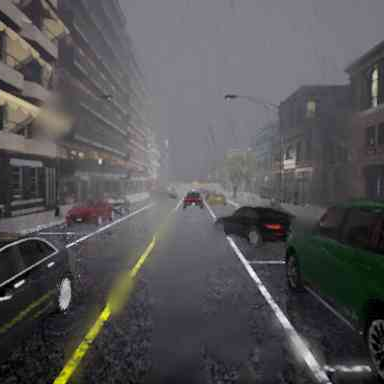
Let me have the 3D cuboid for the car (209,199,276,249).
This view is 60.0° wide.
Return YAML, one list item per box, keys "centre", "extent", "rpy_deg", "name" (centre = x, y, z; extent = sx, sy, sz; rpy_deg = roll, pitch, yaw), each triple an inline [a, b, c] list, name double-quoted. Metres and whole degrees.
- centre: [2.551, 1.209, 13.063]
  extent: [1.812, 1.442, 4.674]
  rpy_deg: [0, 2, -20]
  name: "car"

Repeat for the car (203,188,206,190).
- centre: [2.767, 0.414, 47.277]
  extent: [1.887, 1.381, 4.507]
  rpy_deg: [-1, 1, 0]
  name: "car"

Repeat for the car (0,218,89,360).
- centre: [-3.093, 1.395, 4.351]
  extent: [1.837, 1.490, 4.892]
  rpy_deg: [0, 1, 0]
  name: "car"

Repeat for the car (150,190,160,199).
- centre: [-5.603, 0.276, 52.997]
  extent: [1.887, 1.381, 4.507]
  rpy_deg: [-1, 1, 0]
  name: "car"

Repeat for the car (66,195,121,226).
- centre: [-5.665, 1.086, 18.942]
  extent: [1.887, 1.381, 4.507]
  rpy_deg: [-1, 1, 0]
  name: "car"

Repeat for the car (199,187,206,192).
- centre: [2.851, -0.639, 92.684]
  extent: [1.947, 1.339, 4.313]
  rpy_deg: [-1, 1, 0]
  name: "car"

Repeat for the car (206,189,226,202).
- centre: [2.747, 0.660, 36.095]
  extent: [1.752, 1.417, 4.829]
  rpy_deg: [-1, 1, 0]
  name: "car"

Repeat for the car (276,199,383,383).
- centre: [3.116, 1.103, 5.094]
  extent: [2.150, 2.045, 5.566]
  rpy_deg: [0, 1, 0]
  name: "car"

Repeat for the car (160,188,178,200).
- centre: [-2.994, 0.481, 46.718]
  extent: [1.895, 1.301, 4.718]
  rpy_deg: [0, 1, 0]
  name: "car"

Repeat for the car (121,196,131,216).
- centre: [-5.655, 0.956, 24.618]
  extent: [2.008, 1.369, 4.403]
  rpy_deg: [-1, 1, 0]
  name: "car"

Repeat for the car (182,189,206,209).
- centre: [0.140, 0.740, 31.883]
  extent: [1.837, 1.490, 4.892]
  rpy_deg: [0, 2, 0]
  name: "car"

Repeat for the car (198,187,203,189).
- centre: [0.162, 0.436, 46.444]
  extent: [2.033, 1.411, 5.357]
  rpy_deg: [0, 1, 1]
  name: "car"
